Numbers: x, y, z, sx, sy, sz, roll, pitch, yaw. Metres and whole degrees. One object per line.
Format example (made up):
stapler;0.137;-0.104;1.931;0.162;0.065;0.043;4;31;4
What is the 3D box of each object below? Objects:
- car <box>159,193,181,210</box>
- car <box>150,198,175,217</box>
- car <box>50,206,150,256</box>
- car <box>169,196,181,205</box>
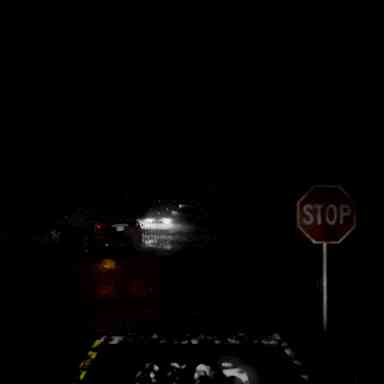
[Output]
car;-2.874;1.159;41.981;2.150;2.045;5.566;0;0;3
car;-2.886;1.557;31.222;1.895;1.301;4.718;0;0;0
car;-3.984;1.327;13.460;2.097;1.767;4.553;1;0;-42
car;-2.882;1.475;56.694;1.994;1.385;4.181;0;0;-1
